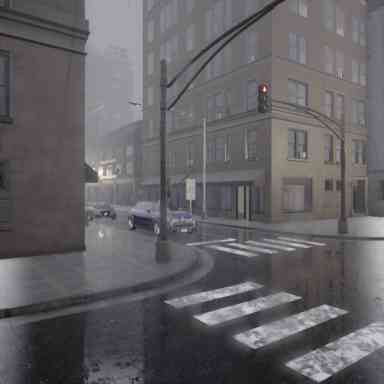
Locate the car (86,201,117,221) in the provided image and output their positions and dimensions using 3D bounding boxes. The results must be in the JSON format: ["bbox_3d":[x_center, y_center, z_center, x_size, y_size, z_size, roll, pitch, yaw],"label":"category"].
[{"bbox_3d":[-7.472,1.428,26.049,1.994,1.385,4.181,0,0,-35],"label":"car"}]

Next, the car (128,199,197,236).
[{"bbox_3d":[-1.675,1.269,17.944,2.097,1.767,4.553,0,0,-36],"label":"car"}]
